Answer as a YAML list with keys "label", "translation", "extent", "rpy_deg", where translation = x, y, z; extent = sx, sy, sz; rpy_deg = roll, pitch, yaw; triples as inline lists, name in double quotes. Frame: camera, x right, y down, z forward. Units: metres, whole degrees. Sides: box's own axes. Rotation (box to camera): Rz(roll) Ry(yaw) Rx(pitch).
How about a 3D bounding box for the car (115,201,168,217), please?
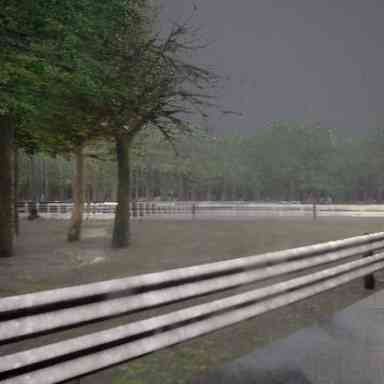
- label: "car"
  translation: [-4.973, 1.747, 34.674]
  extent: [5.008, 1.535, 1.882]
  rpy_deg: [0, -1, 7]
